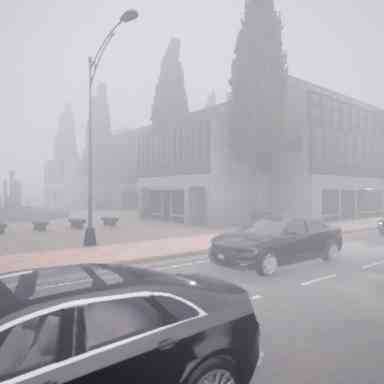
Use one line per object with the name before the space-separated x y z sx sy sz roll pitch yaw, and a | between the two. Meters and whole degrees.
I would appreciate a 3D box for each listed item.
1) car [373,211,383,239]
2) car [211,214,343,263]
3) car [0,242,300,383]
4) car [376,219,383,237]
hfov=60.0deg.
car | 11.313 1.601 16.898 4.718 1.301 1.895 0 0 -37
car | 2.777 1.477 10.476 5.008 1.535 1.882 0 0 -37
car | -1.468 1.491 2.787 4.902 1.511 2.128 0 0 -39
car | 7.567 1.352 9.702 4.553 1.767 2.097 0 0 -37
